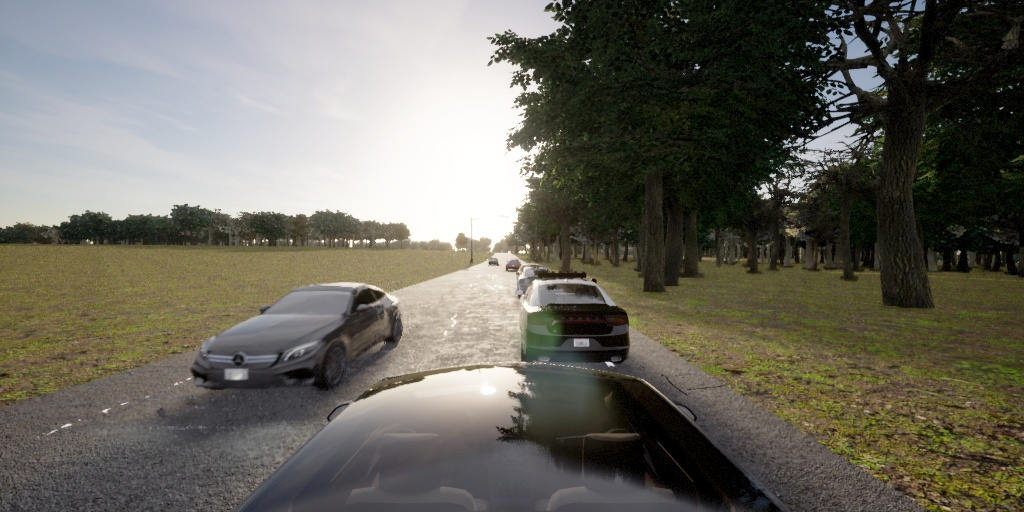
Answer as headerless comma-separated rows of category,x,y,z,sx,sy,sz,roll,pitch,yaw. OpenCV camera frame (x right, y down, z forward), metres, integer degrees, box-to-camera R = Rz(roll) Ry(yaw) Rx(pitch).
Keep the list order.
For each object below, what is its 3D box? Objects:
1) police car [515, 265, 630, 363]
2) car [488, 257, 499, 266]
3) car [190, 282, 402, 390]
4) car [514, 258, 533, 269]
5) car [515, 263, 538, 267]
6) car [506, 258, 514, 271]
police car,1.121,1.168,8.271,1.930,1.638,5.238,0,0,0
car,-3.389,0.989,65.109,1.837,1.490,4.892,0,0,0
car,-3.543,1.270,6.964,1.812,1.442,4.674,0,0,0
car,1.216,1.155,24.360,1.801,1.575,5.366,0,0,0
car,1.188,1.247,18.167,1.812,1.442,4.674,0,0,0
car,0.210,1.150,46.562,1.994,1.385,4.181,0,0,2
